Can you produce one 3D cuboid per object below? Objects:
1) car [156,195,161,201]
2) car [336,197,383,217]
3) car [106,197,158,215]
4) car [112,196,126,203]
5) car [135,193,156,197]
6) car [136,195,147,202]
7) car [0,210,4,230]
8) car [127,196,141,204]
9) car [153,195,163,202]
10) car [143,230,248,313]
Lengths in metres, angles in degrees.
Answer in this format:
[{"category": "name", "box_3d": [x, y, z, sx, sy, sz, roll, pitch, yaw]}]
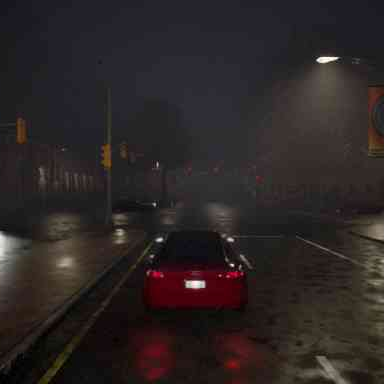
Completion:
[{"category": "car", "box_3d": [-8.038, 1.594, 68.409, 1.895, 1.301, 4.718, 0, 0, 0]}, {"category": "car", "box_3d": [16.044, 1.502, 31.003, 4.892, 1.490, 1.837, 0, 0, 0]}, {"category": "car", "box_3d": [-6.118, 1.522, 33.072, 4.674, 1.442, 1.812, 0, 0, -23]}, {"category": "car", "box_3d": [-14.783, 1.589, 67.851, 1.895, 1.301, 4.718, 0, 0, 0]}, {"category": "car", "box_3d": [-8.109, 1.216, 58.610, 2.150, 2.045, 5.566, 0, 0, 0]}, {"category": "car", "box_3d": [-11.538, 1.471, 76.608, 1.882, 1.535, 5.008, 0, 0, 0]}, {"category": "car", "box_3d": [-12.924, 1.489, 20.698, 2.128, 1.511, 4.902, 1, 0, -31]}, {"category": "car", "box_3d": [-11.559, 1.558, 66.189, 1.994, 1.385, 4.181, 0, 0, 0]}, {"category": "car", "box_3d": [-8.039, 1.493, 78.613, 1.837, 1.490, 4.892, 0, 0, 0]}, {"category": "car", "box_3d": [0.071, 1.563, 7.746, 1.994, 1.385, 4.181, 0, 0, 0]}]
